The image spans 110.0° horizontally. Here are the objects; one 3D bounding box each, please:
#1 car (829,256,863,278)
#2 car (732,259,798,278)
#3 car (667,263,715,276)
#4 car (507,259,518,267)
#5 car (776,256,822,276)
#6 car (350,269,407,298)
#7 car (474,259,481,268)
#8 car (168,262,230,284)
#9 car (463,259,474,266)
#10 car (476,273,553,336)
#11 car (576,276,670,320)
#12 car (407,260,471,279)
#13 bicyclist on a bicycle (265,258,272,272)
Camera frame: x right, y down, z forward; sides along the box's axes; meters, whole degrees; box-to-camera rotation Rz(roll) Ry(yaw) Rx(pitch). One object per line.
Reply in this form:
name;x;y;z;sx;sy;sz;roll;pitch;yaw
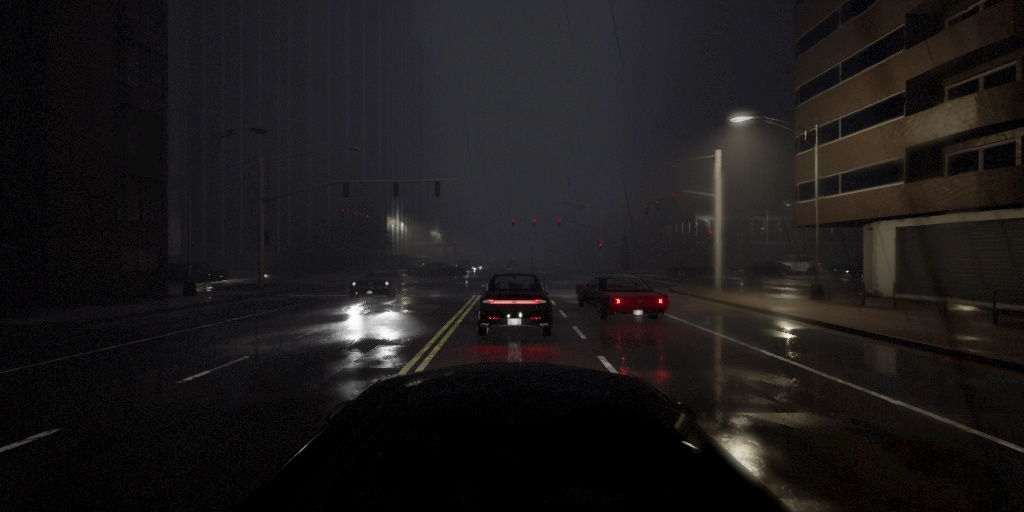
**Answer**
car;32.677;0.971;33.095;5.566;2.045;2.150;0;0;1
car;23.103;1.255;33.204;4.892;1.490;1.837;0;0;1
car;18.549;1.351;36.776;4.718;1.301;1.895;0;0;1
car;0.156;1.241;63.886;2.128;1.511;4.902;0;0;0
car;28.290;0.971;36.647;5.566;2.045;2.150;0;0;1
car;-6.869;1.351;18.623;1.895;1.301;4.718;0;0;-10
car;-7.014;1.276;62.297;1.812;1.442;4.674;0;0;0
car;-23.923;1.254;26.521;4.892;1.490;1.837;0;0;1
car;-7.043;1.255;52.213;1.837;1.490;4.892;0;0;0
car;0.075;1.242;10.368;2.128;1.511;4.902;0;0;0
car;3.591;1.351;12.659;1.895;1.301;4.718;0;0;-2
car;-6.856;1.297;32.982;5.357;1.411;2.033;0;0;-30
bicyclist on a bicycle;-28.736;1.051;42.057;0.582;1.620;1.656;0;0;1
